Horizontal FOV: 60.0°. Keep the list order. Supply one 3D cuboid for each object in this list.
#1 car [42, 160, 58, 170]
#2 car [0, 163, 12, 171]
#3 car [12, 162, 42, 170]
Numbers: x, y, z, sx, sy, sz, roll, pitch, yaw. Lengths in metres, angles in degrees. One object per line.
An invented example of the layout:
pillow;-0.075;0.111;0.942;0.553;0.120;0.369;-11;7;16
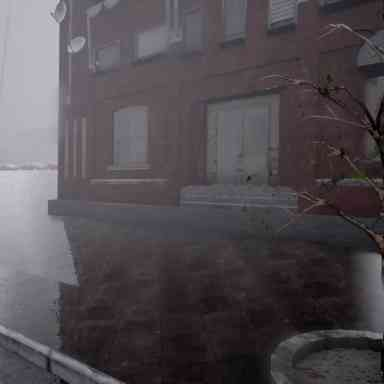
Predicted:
car;-16.726;-3.372;43.423;4.553;1.767;2.185;1;1;26
car;-26.641;-3.431;48.319;4.674;1.452;2.002;1;1;28
car;-21.808;-3.369;45.863;4.892;1.521;2.231;1;1;27
